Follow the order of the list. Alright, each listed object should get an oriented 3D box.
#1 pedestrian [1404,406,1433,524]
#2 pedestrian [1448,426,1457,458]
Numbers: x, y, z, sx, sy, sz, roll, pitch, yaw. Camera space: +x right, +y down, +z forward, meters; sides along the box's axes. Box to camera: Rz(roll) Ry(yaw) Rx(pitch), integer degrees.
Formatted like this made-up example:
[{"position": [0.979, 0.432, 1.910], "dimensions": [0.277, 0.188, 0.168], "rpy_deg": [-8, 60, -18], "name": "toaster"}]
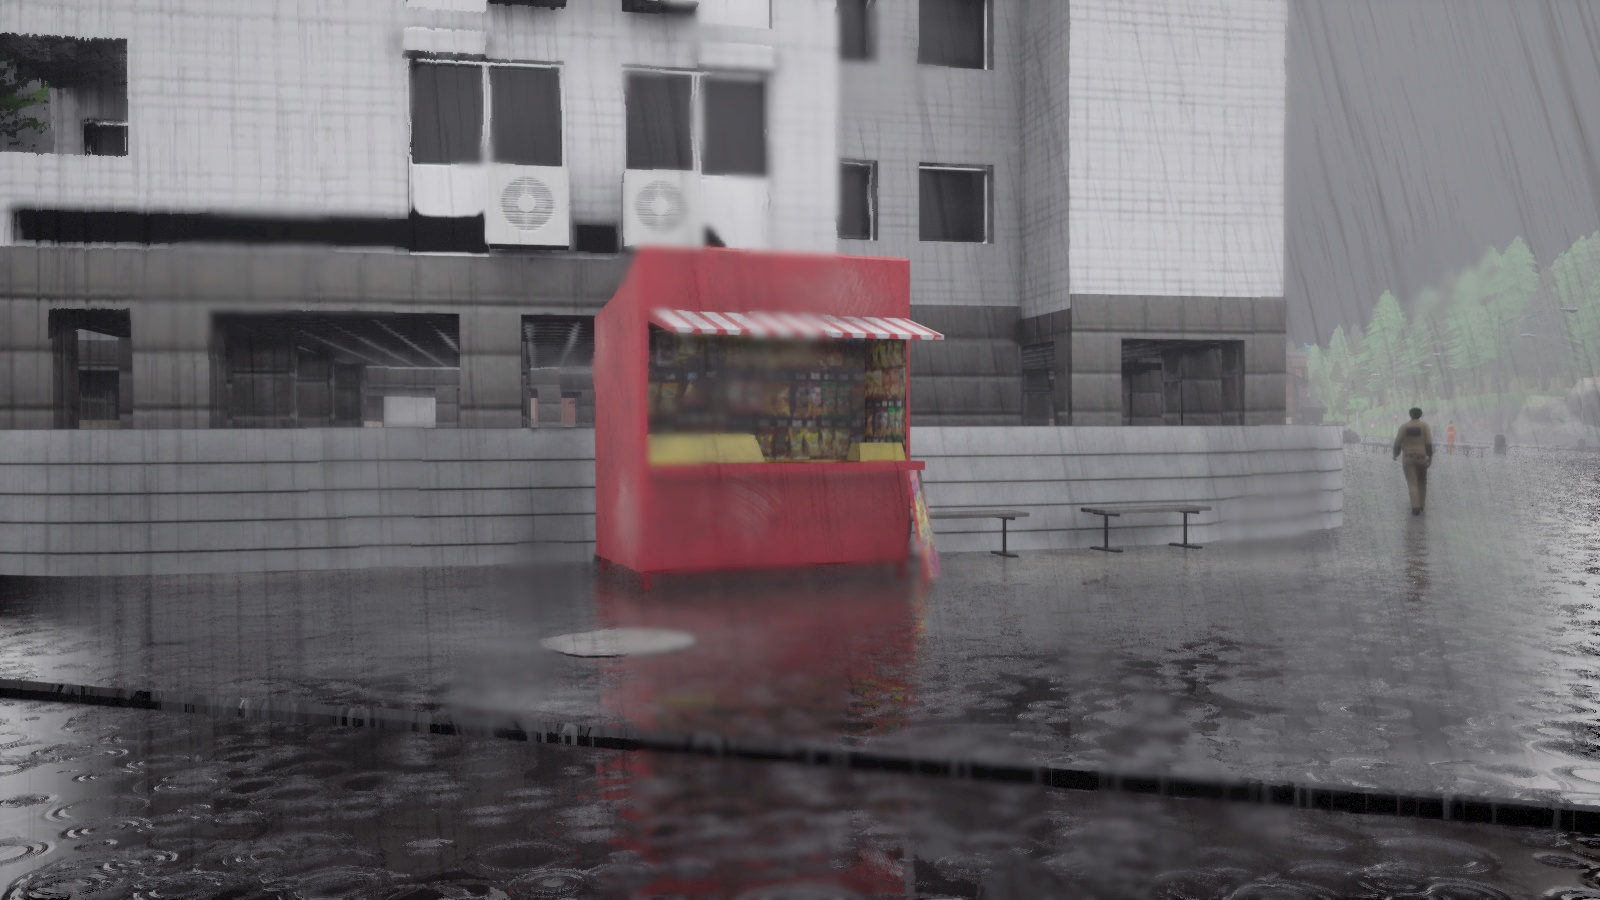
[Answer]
[{"position": [10.293, 0.241, 20.894], "dimensions": [0.396, 1.930, 0.692], "rpy_deg": [1, 1, 27], "name": "pedestrian"}, {"position": [37.705, -0.484, 72.548], "dimensions": [0.345, 1.836, 0.594], "rpy_deg": [1, 1, 19], "name": "pedestrian"}]
